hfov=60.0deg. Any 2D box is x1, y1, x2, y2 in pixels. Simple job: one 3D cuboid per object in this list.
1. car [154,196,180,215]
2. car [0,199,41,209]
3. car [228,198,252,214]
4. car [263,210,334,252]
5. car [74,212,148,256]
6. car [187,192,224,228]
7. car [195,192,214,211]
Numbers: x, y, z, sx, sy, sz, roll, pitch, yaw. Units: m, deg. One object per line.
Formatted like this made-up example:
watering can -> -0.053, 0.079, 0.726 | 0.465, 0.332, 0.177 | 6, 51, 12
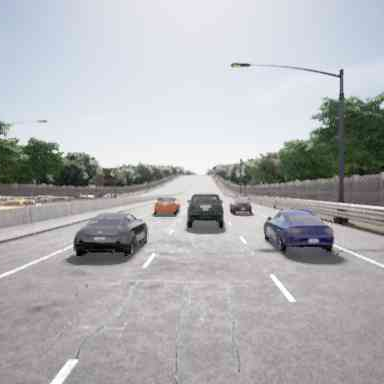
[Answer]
car -> -2.306, 1.171, 31.727 | 2.097, 1.767, 4.553 | 0, 0, 2
car -> -13.146, 1.316, 24.892 | 1.882, 1.535, 5.008 | 0, 0, 2
car -> 4.720, 1.348, 32.416 | 1.812, 1.442, 4.674 | 0, 0, 2
car -> 4.093, 1.439, 13.267 | 1.812, 1.442, 4.674 | 0, 0, 2
car -> -2.927, 1.473, 12.789 | 1.994, 1.385, 4.181 | 0, 0, 2
car -> 0.860, 1.086, 21.494 | 2.150, 2.045, 5.566 | 0, 0, 2
car -> 1.456, 1.016, 39.661 | 2.150, 2.045, 5.566 | 0, 0, 2
